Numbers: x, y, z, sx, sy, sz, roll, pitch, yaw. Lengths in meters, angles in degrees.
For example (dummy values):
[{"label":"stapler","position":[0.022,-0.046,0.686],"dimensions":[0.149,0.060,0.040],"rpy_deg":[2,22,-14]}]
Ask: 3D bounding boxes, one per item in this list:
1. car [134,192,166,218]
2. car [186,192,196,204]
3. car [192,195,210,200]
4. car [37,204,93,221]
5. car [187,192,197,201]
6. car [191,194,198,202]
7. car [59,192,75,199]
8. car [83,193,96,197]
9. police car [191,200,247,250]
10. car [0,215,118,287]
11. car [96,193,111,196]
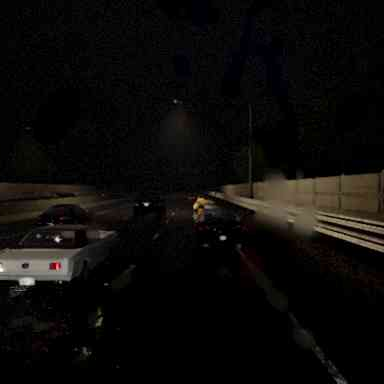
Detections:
[{"label":"car","position":[-3.388,1.026,27.438],"dimensions":[2.150,2.045,5.566],"rpy_deg":[0,1,0]},{"label":"car","position":[0.024,1.039,49.627],"dimensions":[2.128,1.511,4.902],"rpy_deg":[0,1,0]},{"label":"car","position":[1.061,1.291,23.994],"dimensions":[1.801,1.575,5.366],"rpy_deg":[0,1,0]},{"label":"car","position":[-6.892,1.406,18.414],"dimensions":[1.812,1.442,4.674],"rpy_deg":[0,0,0]},{"label":"car","position":[0.029,0.846,65.137],"dimensions":[1.837,1.490,4.892],"rpy_deg":[0,1,0]},{"label":"car","position":[1.063,1.235,29.994],"dimensions":[1.801,1.575,5.366],"rpy_deg":[0,1,0]},{"label":"car","position":[-24.471,0.833,65.207],"dimensions":[1.837,1.490,4.892],"rpy_deg":[0,1,0]},{"label":"car","position":[-20.970,0.840,68.682],"dimensions":[1.994,1.385,4.181],"rpy_deg":[0,1,0]},{"label":"police car","position":[1.056,1.337,13.915],"dimensions":[1.930,1.638,5.238],"rpy_deg":[0,0,0]},{"label":"car","position":[-3.396,1.544,9.092],"dimensions":[1.895,1.301,4.718],"rpy_deg":[0,0,0]},{"label":"car","position":[-17.470,0.851,67.847],"dimensions":[1.994,1.385,4.181],"rpy_deg":[0,1,0]}]
